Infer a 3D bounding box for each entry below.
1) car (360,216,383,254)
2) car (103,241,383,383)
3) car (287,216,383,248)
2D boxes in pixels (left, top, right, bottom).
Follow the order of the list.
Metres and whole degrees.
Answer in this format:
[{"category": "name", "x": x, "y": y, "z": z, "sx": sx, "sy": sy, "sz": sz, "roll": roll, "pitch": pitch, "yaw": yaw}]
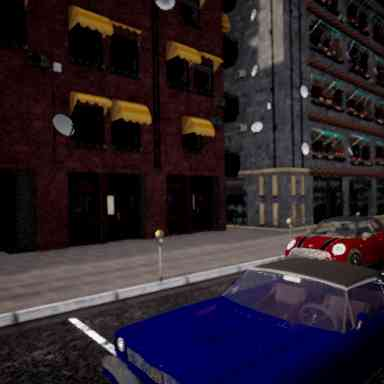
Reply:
[{"category": "car", "x": 8.902, "y": 1.675, "z": 13.904, "sx": 4.206, "sy": 1.307, "sz": 1.802, "roll": 0, "pitch": -2, "yaw": -40}, {"category": "car", "x": 1.365, "y": 1.647, "z": 4.274, "sx": 4.718, "sy": 1.301, "sz": 1.895, "roll": 0, "pitch": -1, "yaw": -40}, {"category": "car", "x": 4.664, "y": 1.530, "z": 10.322, "sx": 4.097, "sy": 1.590, "sz": 1.967, "roll": 0, "pitch": -2, "yaw": -40}]
